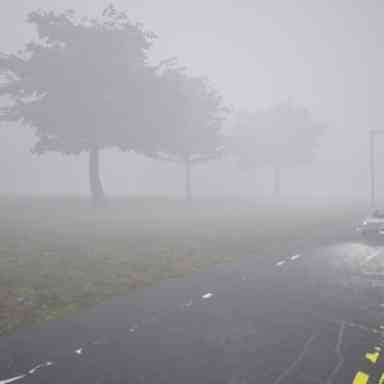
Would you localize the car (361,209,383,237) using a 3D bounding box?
[{"bbox_3d":[10.199,1.569,17.283,1.895,1.301,4.718,-1,0,37],"label":"car"}]
